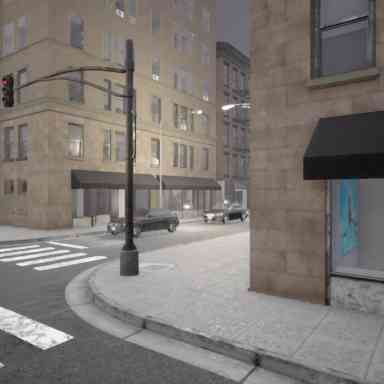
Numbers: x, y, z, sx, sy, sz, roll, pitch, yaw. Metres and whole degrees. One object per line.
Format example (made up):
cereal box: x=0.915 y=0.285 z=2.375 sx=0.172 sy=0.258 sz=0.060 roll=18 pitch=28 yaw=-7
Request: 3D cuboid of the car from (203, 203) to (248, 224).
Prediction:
car: x=2.709 y=1.640 z=26.277 sx=2.128 sy=1.511 sz=4.902 roll=0 pitch=0 yaw=35

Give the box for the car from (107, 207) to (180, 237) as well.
car: x=-2.592 y=1.620 z=18.803 sx=1.812 sy=1.442 sz=4.674 roll=0 pitch=0 yaw=37
